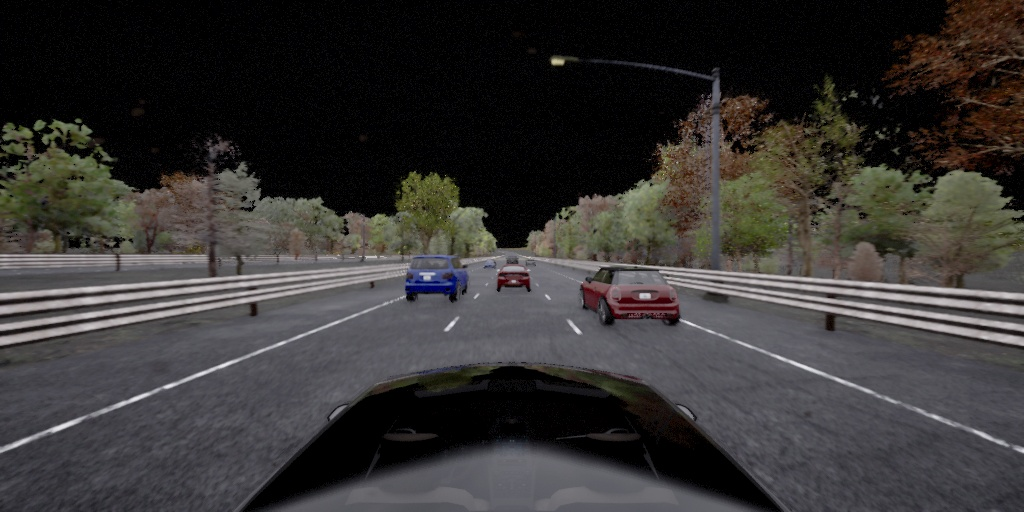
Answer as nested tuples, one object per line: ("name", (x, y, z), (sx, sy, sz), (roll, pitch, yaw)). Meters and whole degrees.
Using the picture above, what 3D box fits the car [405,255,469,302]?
("car", (-3.407, 0.968, 17.110), (2.150, 2.045, 5.566), (0, 0, 0))

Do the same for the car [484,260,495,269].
("car", (-3.429, 1.267, 56.969), (2.033, 1.411, 5.357), (0, 0, 0))

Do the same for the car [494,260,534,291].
("car", (0.090, 1.221, 21.904), (1.882, 1.535, 5.008), (0, 0, 0))

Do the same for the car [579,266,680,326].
("car", (3.596, 1.100, 11.812), (2.097, 1.767, 4.553), (0, 0, 0))
